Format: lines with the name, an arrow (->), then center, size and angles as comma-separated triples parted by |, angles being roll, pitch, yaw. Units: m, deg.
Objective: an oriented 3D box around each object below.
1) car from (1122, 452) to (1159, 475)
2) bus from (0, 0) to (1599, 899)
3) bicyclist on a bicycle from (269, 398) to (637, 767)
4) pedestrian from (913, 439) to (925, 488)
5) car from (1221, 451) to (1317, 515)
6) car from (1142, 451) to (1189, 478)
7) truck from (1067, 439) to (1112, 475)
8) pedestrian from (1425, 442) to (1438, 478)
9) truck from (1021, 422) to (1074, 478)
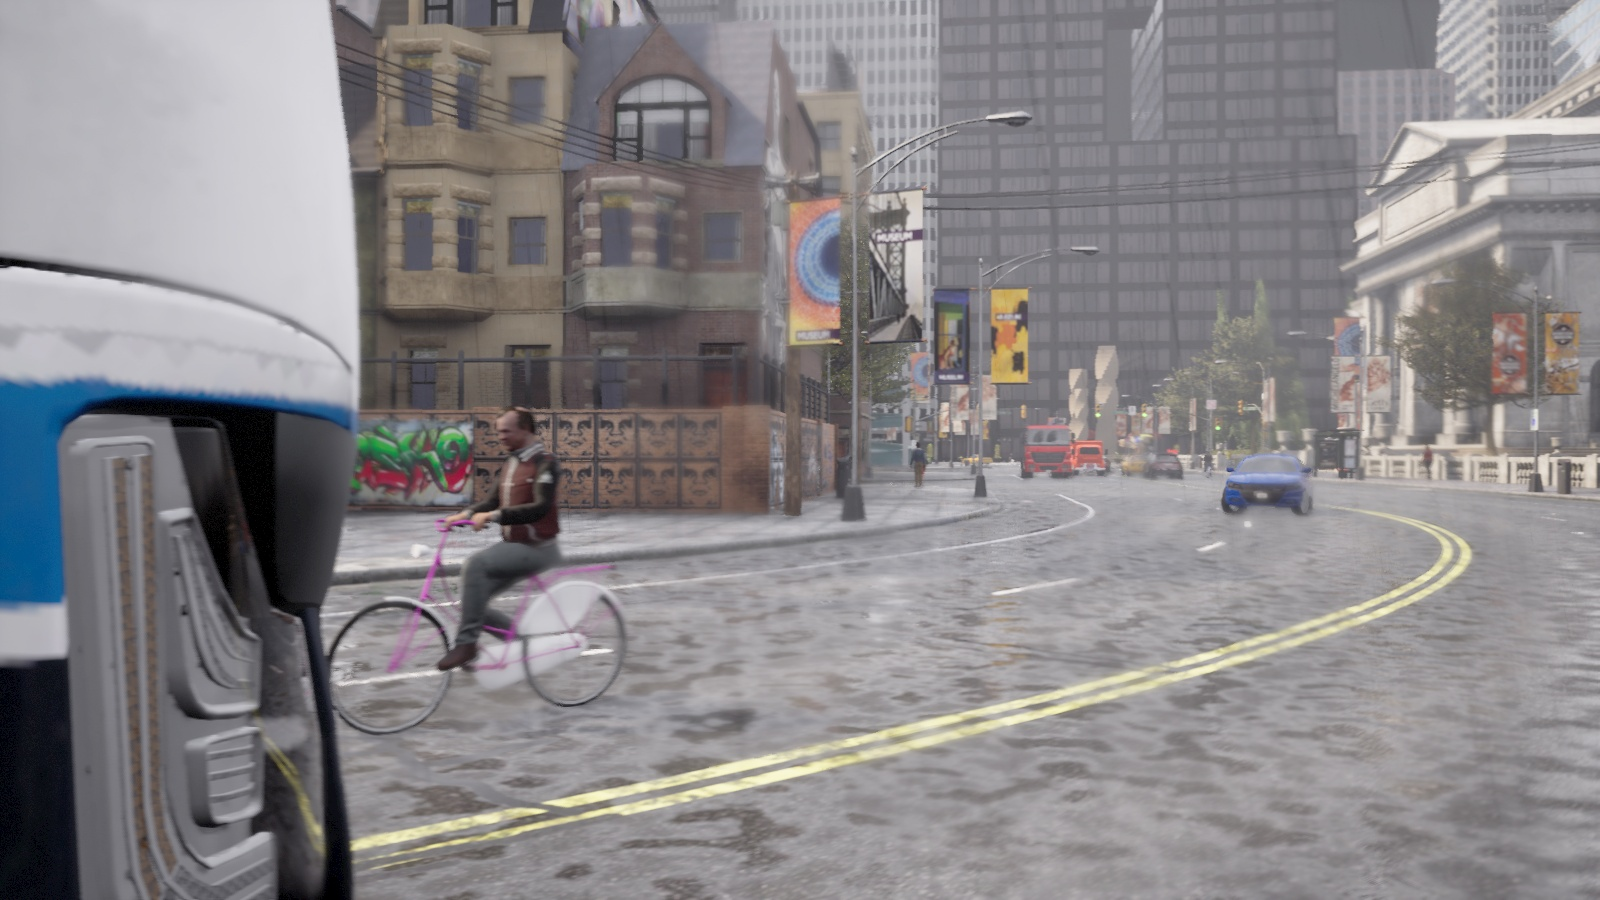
car -> 24.036, 0.912, 88.739 | 1.801, 1.575, 5.366 | 0, 0, 7
bus -> -4.900, -0.617, 0.256 | 10.273, 4.253, 3.944 | 0, 0, -27
bicyclist on a bicycle -> -1.856, 0.644, 6.905 | 1.843, 1.776, 0.659 | 0, -1, -42
pedestrian -> 4.798, 0.557, 50.521 | 0.423, 1.949, 0.788 | 0, 0, 0
car -> 12.288, 0.798, 32.729 | 1.882, 1.535, 5.008 | 0, 0, 26
car -> 22.589, 0.872, 77.765 | 2.033, 1.649, 4.856 | 0, 0, 8
truck -> 20.658, 0.500, 89.903 | 2.627, 2.467, 5.204 | 0, 0, 8
pedestrian -> 32.711, 0.528, 65.049 | 0.331, 1.846, 0.636 | 0, 0, 1
truck -> 16.093, -0.008, 82.075 | 2.891, 3.462, 7.936 | 0, 0, 8
